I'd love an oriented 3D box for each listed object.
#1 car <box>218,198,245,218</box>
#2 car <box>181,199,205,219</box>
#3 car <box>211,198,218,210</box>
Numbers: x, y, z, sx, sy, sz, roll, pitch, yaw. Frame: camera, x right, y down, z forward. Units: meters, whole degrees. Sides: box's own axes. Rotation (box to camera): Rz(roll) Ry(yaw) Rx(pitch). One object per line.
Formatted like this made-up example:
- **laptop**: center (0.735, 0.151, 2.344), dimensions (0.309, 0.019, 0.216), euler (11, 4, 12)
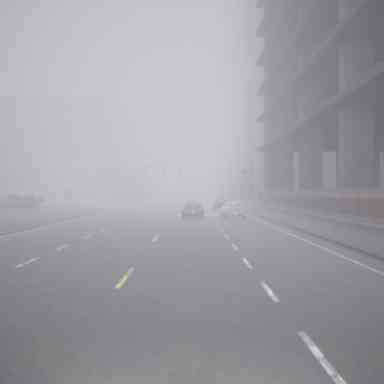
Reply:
- **car**: center (3.598, 1.534, 29.639), dimensions (1.812, 1.442, 4.674), euler (0, 0, 0)
- **car**: center (0.074, 1.572, 29.440), dimensions (1.994, 1.385, 4.181), euler (0, 0, 0)
- **car**: center (3.582, 1.518, 42.169), dimensions (1.837, 1.490, 4.892), euler (0, 0, 0)
